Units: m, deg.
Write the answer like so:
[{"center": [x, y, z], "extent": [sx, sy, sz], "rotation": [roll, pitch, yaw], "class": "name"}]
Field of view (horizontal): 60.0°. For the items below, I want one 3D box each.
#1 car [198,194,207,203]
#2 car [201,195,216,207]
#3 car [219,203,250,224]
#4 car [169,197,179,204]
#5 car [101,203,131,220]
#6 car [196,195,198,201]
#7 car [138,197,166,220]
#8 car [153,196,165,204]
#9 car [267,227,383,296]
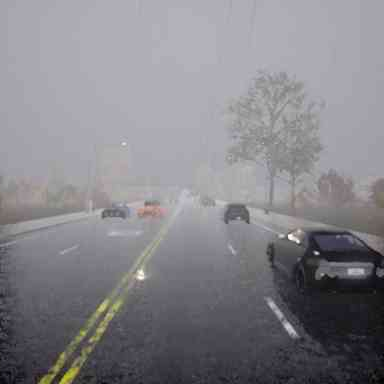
[{"center": [2.788, 1.649, 66.055], "extent": [2.033, 1.649, 4.856], "rotation": [0, 0, -1], "class": "car"}, {"center": [2.926, 1.714, 55.044], "extent": [1.812, 1.442, 4.674], "rotation": [0, 0, -1], "class": "car"}, {"center": [3.271, 1.601, 25.773], "extent": [1.837, 1.490, 4.892], "rotation": [0, 0, 0], "class": "car"}, {"center": [-3.761, 1.737, 69.525], "extent": [2.128, 1.511, 4.902], "rotation": [0, 0, -1], "class": "car"}, {"center": [-6.698, 1.675, 29.678], "extent": [1.994, 1.385, 4.181], "rotation": [0, 0, 0], "class": "car"}, {"center": [2.626, 1.465, 77.095], "extent": [2.150, 2.045, 5.566], "rotation": [0, 0, -1], "class": "car"}, {"center": [-3.445, 1.460, 29.123], "extent": [2.097, 1.767, 4.553], "rotation": [0, 0, 0], "class": "car"}, {"center": [-7.031, 1.727, 70.856], "extent": [2.128, 1.511, 4.902], "rotation": [0, 0, -1], "class": "car"}, {"center": [3.336, 1.600, 8.777], "extent": [1.994, 1.385, 4.181], "rotation": [0, 0, 0], "class": "car"}]
